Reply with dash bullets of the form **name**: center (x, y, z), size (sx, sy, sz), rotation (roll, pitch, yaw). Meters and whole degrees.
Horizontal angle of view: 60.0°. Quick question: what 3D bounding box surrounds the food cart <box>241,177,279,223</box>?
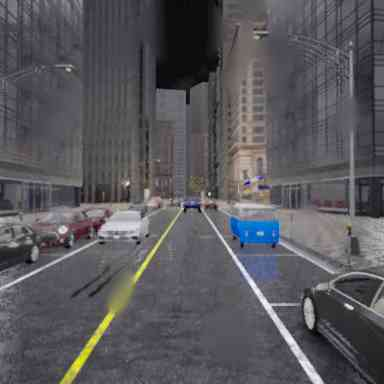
- **food cart**: center (5.624, 0.629, 28.205), size (2.280, 3.560, 4.660), rotation (-1, -1, 0)

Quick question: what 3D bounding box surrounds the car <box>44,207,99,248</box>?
- **car**: center (-5.844, 1.517, 14.915), size (1.967, 1.590, 4.097), rotation (1, 0, 0)

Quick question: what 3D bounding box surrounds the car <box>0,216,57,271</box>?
- **car**: center (-5.846, 1.598, 9.455), size (2.008, 1.369, 4.403), rotation (1, 0, 0)

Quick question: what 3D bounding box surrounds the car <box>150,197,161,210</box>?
- **car**: center (-5.840, 1.850, 47.498), size (1.752, 1.417, 4.829), rotation (0, -1, 0)

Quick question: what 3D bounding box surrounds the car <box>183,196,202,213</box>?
- **car**: center (0.058, 1.497, 42.176), size (2.150, 2.045, 5.566), rotation (0, -1, 1)

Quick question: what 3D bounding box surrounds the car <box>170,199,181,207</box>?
- **car**: center (-2.986, 1.963, 59.970), size (1.882, 1.535, 5.008), rotation (0, -1, 0)

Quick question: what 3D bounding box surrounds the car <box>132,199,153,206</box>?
- **car**: center (-5.842, 1.796, 36.750), size (1.947, 1.339, 4.313), rotation (1, 0, 0)

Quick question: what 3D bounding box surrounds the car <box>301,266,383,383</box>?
- **car**: center (2.678, 1.570, 3.986), size (2.008, 1.369, 4.403), rotation (1, 0, 0)

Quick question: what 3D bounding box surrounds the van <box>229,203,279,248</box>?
- **van**: center (2.681, 1.418, 14.908), size (1.690, 1.788, 3.998), rotation (1, 0, 0)

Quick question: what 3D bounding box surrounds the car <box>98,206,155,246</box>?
- **car**: center (-3.095, 1.609, 16.014), size (1.812, 1.442, 4.674), rotation (0, 0, 0)

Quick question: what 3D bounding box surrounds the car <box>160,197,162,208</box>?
- **car**: center (-5.837, 1.692, 53.129), size (2.192, 1.841, 5.009), rotation (0, -1, 0)

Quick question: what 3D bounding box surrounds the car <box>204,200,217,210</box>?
- **car**: center (2.685, 1.870, 47.664), size (1.887, 1.381, 4.507), rotation (0, -1, 0)
